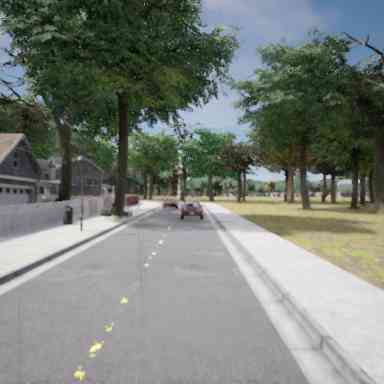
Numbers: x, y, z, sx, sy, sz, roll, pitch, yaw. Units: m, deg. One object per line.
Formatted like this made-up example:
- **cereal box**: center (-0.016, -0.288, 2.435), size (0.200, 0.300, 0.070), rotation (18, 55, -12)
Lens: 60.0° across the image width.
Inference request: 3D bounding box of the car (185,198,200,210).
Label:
- **car**: center (0.052, 1.525, 42.866), size (1.895, 1.301, 4.718), rotation (0, 0, 0)

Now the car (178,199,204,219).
- **car**: center (0.003, 1.470, 27.952), size (1.812, 1.442, 4.674), rotation (0, 0, 0)

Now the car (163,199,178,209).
- **car**: center (-2.758, 1.524, 43.480), size (1.895, 1.301, 4.718), rotation (0, 0, 0)
